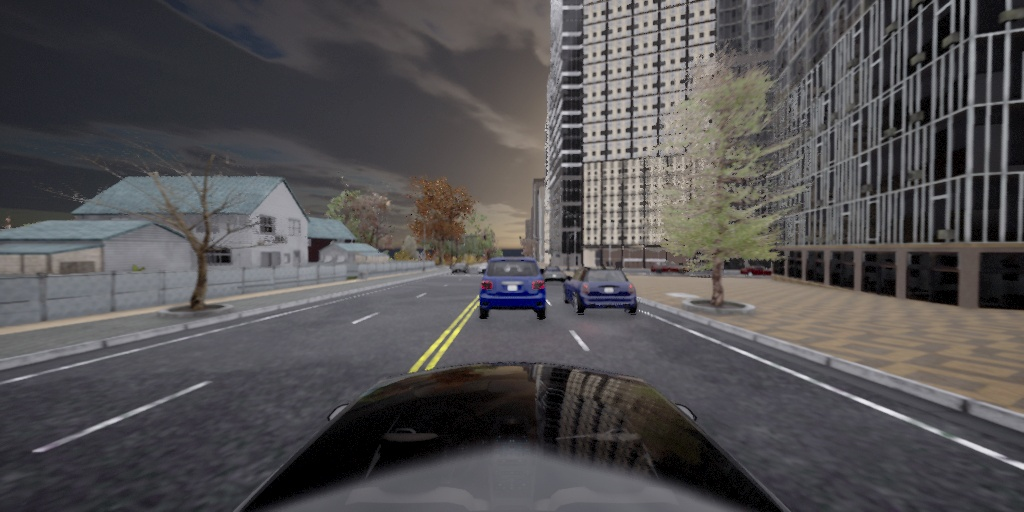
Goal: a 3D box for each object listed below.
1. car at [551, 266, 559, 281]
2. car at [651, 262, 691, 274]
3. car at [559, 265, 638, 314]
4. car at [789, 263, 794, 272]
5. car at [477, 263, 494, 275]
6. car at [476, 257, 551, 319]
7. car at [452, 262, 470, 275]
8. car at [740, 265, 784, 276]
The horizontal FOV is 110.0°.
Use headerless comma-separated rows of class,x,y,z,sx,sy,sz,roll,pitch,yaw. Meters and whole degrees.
car,3.305,1.510,29.694,1.994,1.385,4.181,0,0,0
car,23.026,1.770,52.714,5.009,1.841,2.192,0,0,20
car,3.297,1.186,14.267,2.097,1.767,4.553,0,0,0
car,38.994,1.862,46.862,5.009,1.841,2.192,0,0,20
car,-3.288,1.592,45.512,1.812,1.442,4.674,0,-1,1
car,0.038,1.051,13.350,2.150,2.045,5.566,0,0,0
car,-6.531,1.578,46.159,1.837,1.490,4.892,0,-1,0
car,33.671,2.062,48.812,4.507,1.381,1.888,0,0,20
